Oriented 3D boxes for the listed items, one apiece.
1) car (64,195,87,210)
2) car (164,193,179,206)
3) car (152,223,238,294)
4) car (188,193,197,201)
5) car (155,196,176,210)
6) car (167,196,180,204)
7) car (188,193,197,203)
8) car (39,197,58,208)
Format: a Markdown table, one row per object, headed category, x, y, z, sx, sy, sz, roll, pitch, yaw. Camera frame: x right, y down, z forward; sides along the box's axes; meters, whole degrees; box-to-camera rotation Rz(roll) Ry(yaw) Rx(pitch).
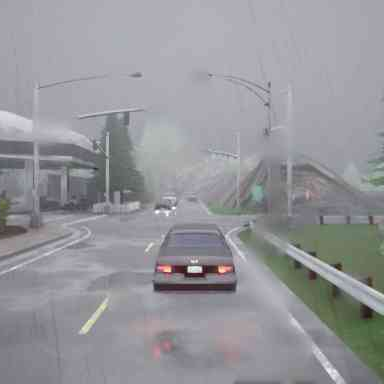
| category | x | y | z | sx | sy | sz | roll | pitch | yaw |
| --- | --- | --- | --- | --- | --- | --- | --- | --- | --- |
| car | -14.493 | 1.293 | 41.552 | 1.905 | 1.878 | 3.866 | 0 | 0 | -1 |
| car | -3.544 | 1.196 | 52.583 | 2.150 | 2.045 | 5.566 | 0 | 0 | 0 |
| car | 0.076 | 1.543 | 8.934 | 2.033 | 1.411 | 5.357 | 0 | 0 | 1 |
| car | 0.060 | 1.186 | 81.089 | 2.150 | 2.045 | 5.566 | 0 | 0 | -2 |
| car | -3.560 | 1.527 | 42.227 | 2.033 | 1.411 | 5.357 | 0 | 0 | 0 |
| car | -3.500 | 1.517 | 63.230 | 2.033 | 1.411 | 5.357 | 0 | 0 | 0 |
| car | 0.138 | 1.444 | 70.879 | 1.882 | 1.535 | 5.008 | 0 | 0 | 0 |
| car | -20.196 | 1.458 | 45.834 | 2.242 | 1.667 | 4.611 | 0 | 0 | -1 |
